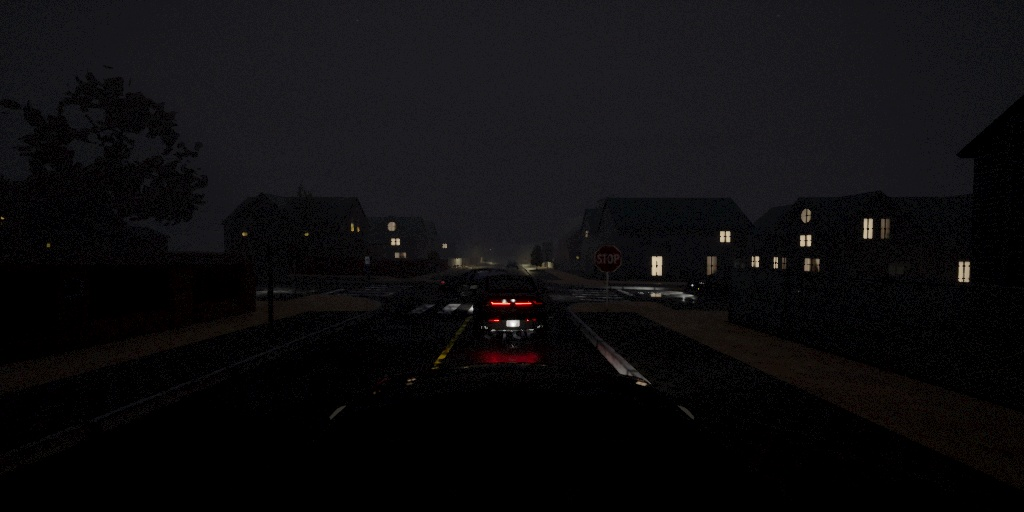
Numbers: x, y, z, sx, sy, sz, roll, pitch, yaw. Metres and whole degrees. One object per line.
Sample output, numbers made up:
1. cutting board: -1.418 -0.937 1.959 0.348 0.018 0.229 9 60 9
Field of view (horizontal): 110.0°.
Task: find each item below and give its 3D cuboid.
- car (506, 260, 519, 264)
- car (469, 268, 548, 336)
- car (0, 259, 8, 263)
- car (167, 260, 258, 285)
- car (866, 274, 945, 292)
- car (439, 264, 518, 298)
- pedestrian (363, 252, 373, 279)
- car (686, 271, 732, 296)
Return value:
1. car: 0.054 1.269 57.322 2.033 1.411 5.357 0 0 0
2. car: -0.150 1.252 10.387 1.837 1.490 4.892 0 0 -4
3. car: -27.830 0.742 18.508 4.892 1.490 1.837 1 1 1
4. car: -15.717 0.987 18.323 4.892 1.490 1.837 1 1 1
5. car: 22.839 1.777 20.700 5.357 1.411 2.033 1 1 1
6. car: -0.922 1.315 18.112 5.357 1.411 2.033 1 1 1
7. pedestrian: -9.701 0.611 24.084 0.375 1.860 0.375 0 0 1
8. car: 12.510 1.567 20.851 4.181 1.385 1.994 1 1 1
